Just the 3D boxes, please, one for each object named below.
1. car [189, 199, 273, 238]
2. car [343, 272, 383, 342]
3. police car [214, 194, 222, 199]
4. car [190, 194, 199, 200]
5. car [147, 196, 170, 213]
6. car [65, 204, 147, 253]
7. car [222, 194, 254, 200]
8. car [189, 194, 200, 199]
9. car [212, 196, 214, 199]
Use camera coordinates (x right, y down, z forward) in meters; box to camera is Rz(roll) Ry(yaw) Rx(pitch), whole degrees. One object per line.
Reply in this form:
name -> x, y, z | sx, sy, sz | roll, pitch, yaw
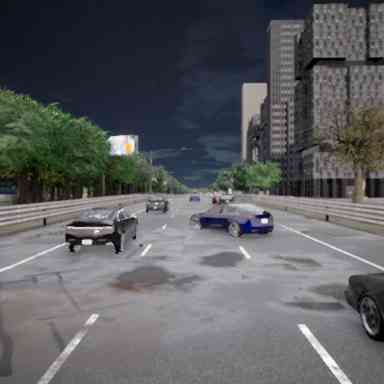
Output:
car -> 1.861, 1.309, 16.670 | 2.163, 1.488, 4.792 | 0, 1, -35
car -> 3.526, 1.510, 3.298 | 2.033, 1.411, 5.357 | 0, 1, 0
police car -> 3.788, 1.002, 36.402 | 1.930, 1.638, 5.238 | 0, 1, 0
car -> 0.666, 1.130, 78.989 | 2.128, 1.511, 4.902 | 0, -1, 1
car -> -3.155, 1.125, 31.174 | 2.128, 1.511, 4.902 | 0, 1, 0
car -> -3.301, 1.341, 12.947 | 2.128, 1.511, 4.902 | 0, 1, 0
car -> 3.699, 1.056, 25.265 | 2.097, 1.767, 4.553 | 0, 1, 0
car -> 0.498, 1.007, 58.677 | 1.812, 1.442, 4.674 | 0, 0, 1
car -> 3.885, 0.999, 47.323 | 2.163, 1.488, 4.792 | 0, 0, 1
